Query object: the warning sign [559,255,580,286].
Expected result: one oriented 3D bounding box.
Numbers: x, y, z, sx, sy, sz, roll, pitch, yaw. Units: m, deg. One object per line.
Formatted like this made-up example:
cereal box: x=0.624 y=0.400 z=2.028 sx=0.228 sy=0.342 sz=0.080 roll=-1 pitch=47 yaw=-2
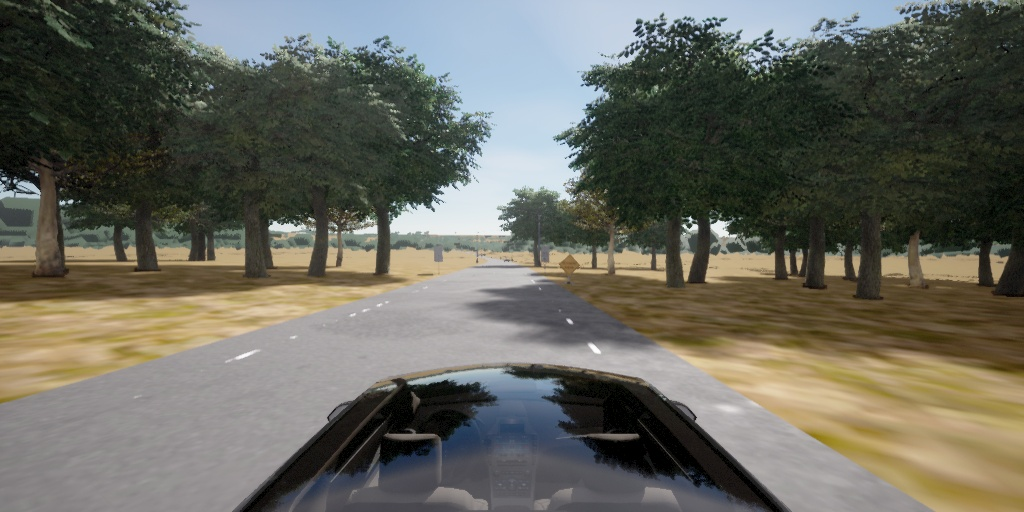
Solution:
warning sign: x=3.480 y=0.837 z=22.138 sx=1.300 sy=1.860 sz=1.060 roll=0 pitch=0 yaw=0
